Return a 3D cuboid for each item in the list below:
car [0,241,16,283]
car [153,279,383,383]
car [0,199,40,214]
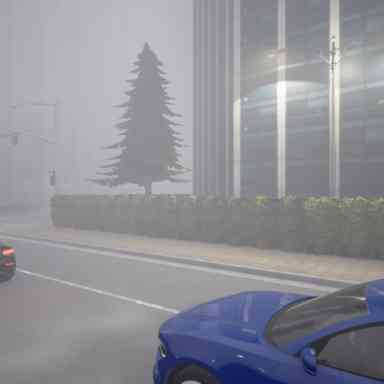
[{"bbox_3d":[-6.228,1.526,8.390,4.674,1.442,1.812,0,0,36],"label":"car"},{"bbox_3d":[1.900,1.478,2.639,5.008,1.535,1.882,0,0,36],"label":"car"},{"bbox_3d":[-18.794,1.505,35.418,1.837,1.490,4.892,0,0,37],"label":"car"}]
